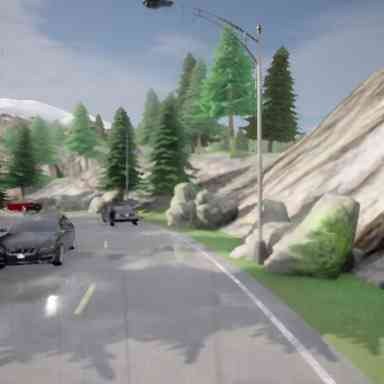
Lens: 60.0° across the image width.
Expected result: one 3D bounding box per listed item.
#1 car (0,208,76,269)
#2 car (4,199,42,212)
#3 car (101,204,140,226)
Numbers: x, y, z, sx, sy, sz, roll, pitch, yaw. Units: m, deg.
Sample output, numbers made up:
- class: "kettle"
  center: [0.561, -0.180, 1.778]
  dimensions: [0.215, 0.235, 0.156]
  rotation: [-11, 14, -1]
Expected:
- class: "car"
  center: [-5.192, 1.518, 11.475]
  dimensions: [1.837, 1.490, 4.892]
  rotation: [0, 0, -12]
- class: "car"
  center: [-19.413, 1.536, 38.140]
  dimensions: [5.008, 1.535, 1.882]
  rotation: [0, 0, 27]
- class: "car"
  center: [-5.162, 1.542, 23.579]
  dimensions: [2.033, 1.411, 5.357]
  rotation: [0, 0, -24]
